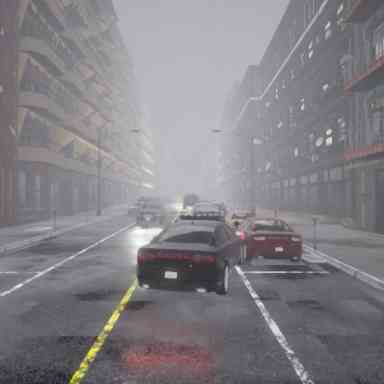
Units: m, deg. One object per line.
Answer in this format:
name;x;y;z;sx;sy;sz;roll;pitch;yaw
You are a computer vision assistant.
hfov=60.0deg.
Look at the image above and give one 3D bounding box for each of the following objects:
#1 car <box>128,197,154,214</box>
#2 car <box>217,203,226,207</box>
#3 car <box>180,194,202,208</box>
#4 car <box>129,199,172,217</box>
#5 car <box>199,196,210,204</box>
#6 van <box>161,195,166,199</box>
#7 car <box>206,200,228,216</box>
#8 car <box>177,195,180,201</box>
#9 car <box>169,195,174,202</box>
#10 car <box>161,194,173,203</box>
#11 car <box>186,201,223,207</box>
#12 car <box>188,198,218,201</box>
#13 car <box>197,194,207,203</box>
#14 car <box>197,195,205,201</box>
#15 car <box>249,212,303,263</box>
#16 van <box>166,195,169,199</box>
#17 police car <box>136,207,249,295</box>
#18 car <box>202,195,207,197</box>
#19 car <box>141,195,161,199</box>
car;-5.368;1.570;33.988;1.752;1.417;4.829;2;0;0
car;2.547;1.540;17.691;1.752;1.417;4.829;1;0;0
car;-0.093;1.289;44.634;2.150;2.045;5.566;0;0;0
car;-2.901;1.516;24.387;2.128;1.511;4.902;0;0;0
car;2.451;1.581;67.297;1.967;1.590;4.097;1;0;0
van;-5.398;1.425;50.748;1.690;1.788;3.998;2;0;0
car;2.512;1.589;34.111;1.887;1.381;4.507;1;0;0
car;-2.932;1.571;85.845;2.097;1.767;4.553;0;0;0
car;-5.434;1.457;67.341;2.192;1.841;5.009;1;0;0
car;-5.445;1.478;72.871;2.192;1.841;5.009;1;0;0
car;0.785;1.494;18.653;1.882;1.535;5.008;0;0;0
car;0.772;1.481;24.847;1.801;1.575;5.366;0;0;0
car;2.389;1.500;78.359;2.192;1.841;5.009;1;0;0
car;2.362;1.677;89.422;1.967;1.590;4.097;1;0;0
car;2.559;1.553;11.989;1.887;1.381;4.507;1;0;0
van;-5.411;1.443;56.280;1.690;1.788;3.998;1;0;0
police car;0.256;1.431;9.033;1.930;1.638;5.238;0;0;15
car;2.465;1.646;56.235;1.887;1.381;4.507;1;0;0
car;-5.374;1.371;39.690;2.192;1.841;5.009;2;0;0
